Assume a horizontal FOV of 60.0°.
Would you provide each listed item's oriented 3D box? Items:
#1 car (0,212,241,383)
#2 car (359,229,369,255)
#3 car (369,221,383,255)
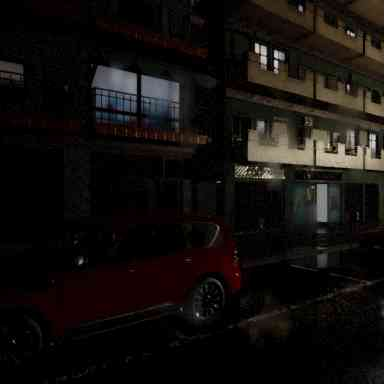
[{"bbox_3d":[-1.396,1.315,5.561,5.009,1.841,2.192,0,0,-35],"label":"car"},{"bbox_3d":[7.845,1.548,12.105,4.507,1.381,1.887,0,0,-35],"label":"car"},{"bbox_3d":[6.702,1.493,8.119,4.902,1.511,2.128,0,0,-35],"label":"car"}]
